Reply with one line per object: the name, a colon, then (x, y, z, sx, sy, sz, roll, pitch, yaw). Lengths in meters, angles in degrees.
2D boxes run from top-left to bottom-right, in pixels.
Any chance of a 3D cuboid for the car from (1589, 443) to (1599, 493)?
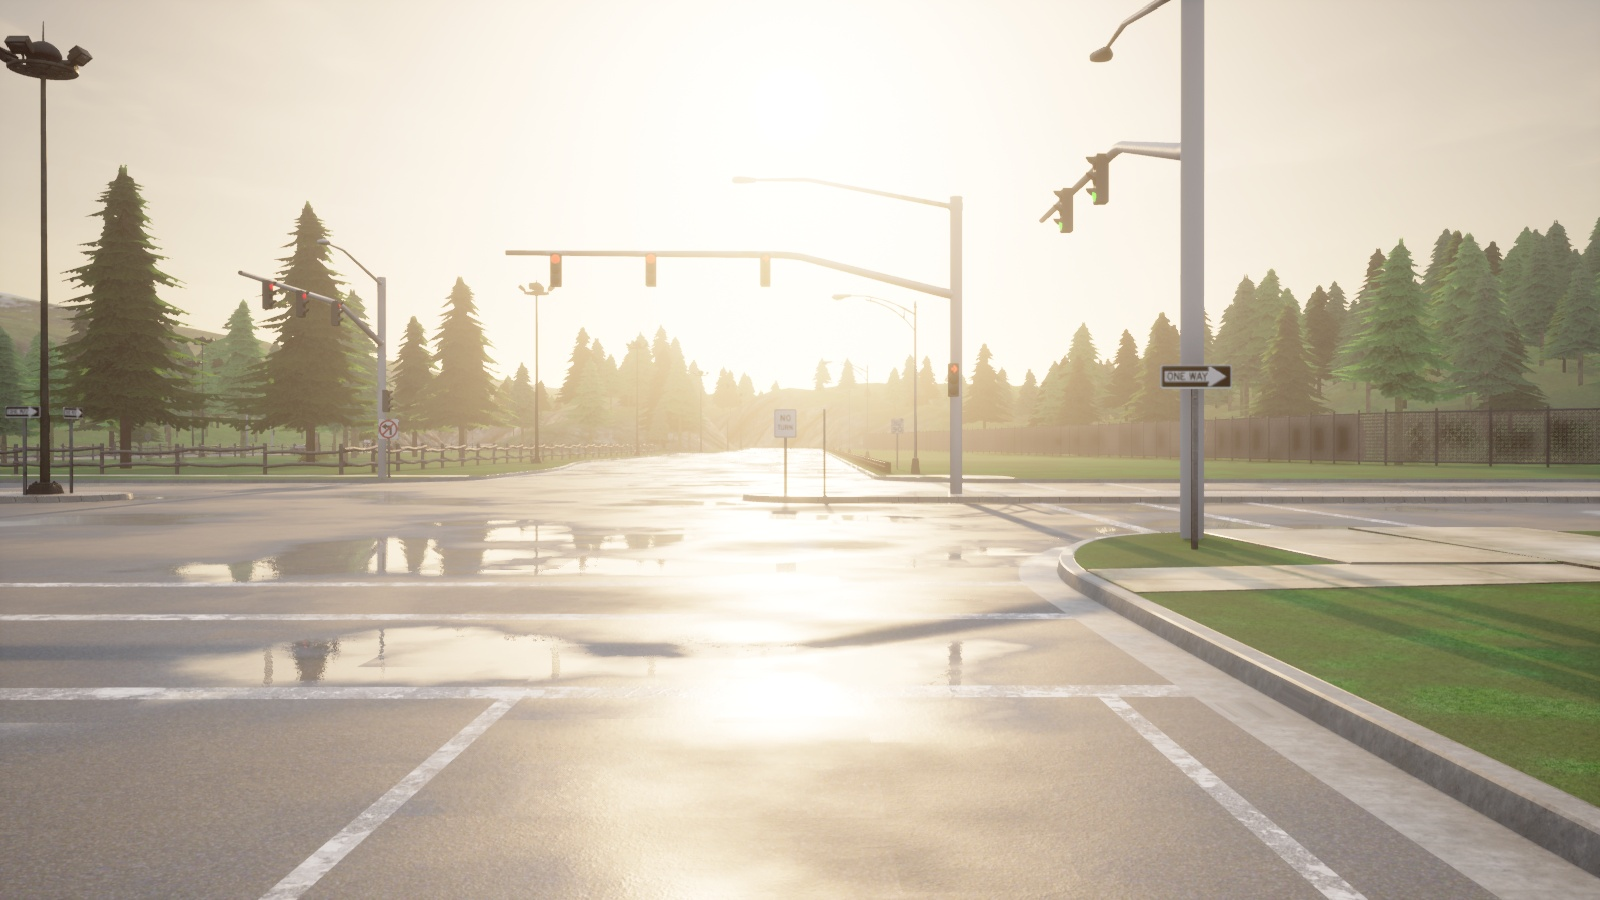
car: (25.553, 0.526, 36.640, 3.806, 1.475, 1.970, 0, 0, 1)
